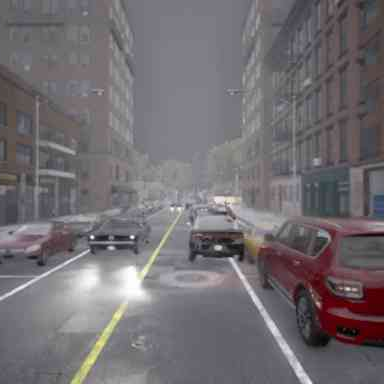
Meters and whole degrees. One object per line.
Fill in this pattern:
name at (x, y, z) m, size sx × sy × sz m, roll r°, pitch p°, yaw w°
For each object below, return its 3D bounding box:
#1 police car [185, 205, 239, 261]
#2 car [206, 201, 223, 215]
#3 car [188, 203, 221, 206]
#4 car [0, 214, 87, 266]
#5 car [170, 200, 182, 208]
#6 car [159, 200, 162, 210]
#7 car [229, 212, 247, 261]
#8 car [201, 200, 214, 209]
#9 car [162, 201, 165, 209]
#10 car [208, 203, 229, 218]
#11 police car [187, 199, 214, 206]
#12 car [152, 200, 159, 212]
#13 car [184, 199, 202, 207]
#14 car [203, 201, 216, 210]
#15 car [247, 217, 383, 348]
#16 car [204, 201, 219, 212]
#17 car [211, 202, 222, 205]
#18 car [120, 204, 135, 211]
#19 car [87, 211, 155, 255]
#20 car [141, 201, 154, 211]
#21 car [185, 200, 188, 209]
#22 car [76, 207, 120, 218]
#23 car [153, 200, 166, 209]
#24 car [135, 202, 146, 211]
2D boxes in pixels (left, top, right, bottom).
police car at (0.809, 1.531, 12.842) m, size 1.930 × 1.638 × 5.238 m, roll 0°, pitch 0°, yaw 0°
car at (2.589, 1.856, 39.645) m, size 1.752 × 1.417 × 4.829 m, roll 0°, pitch -1°, yaw 0°
car at (0.798, 1.713, 22.731) m, size 1.812 × 1.442 × 4.674 m, roll 0°, pitch 0°, yaw 0°
car at (-5.402, 1.680, 11.869) m, size 1.802 × 1.307 × 4.206 m, roll 0°, pitch 0°, yaw 0°
car at (-2.823, 2.090, 60.061) m, size 1.994 × 1.385 × 4.181 m, roll 0°, pitch -1°, yaw 0°
car at (-5.442, 1.902, 44.810) m, size 1.752 × 1.417 × 4.829 m, roll 0°, pitch -1°, yaw 0°
car at (2.619, 1.625, 12.053) m, size 1.752 × 1.417 × 4.829 m, roll 0°, pitch 0°, yaw 0°
car at (2.570, 2.044, 56.029) m, size 1.947 × 1.339 × 4.313 m, roll 0°, pitch -1°, yaw 0°
car at (-5.449, 1.868, 50.500) m, size 1.967 × 1.590 × 4.097 m, roll 0°, pitch -1°, yaw 0°
car at (2.596, 1.863, 33.956) m, size 1.802 × 1.307 × 4.206 m, roll 0°, pitch -1°, yaw 0°
police car at (0.790, 1.663, 28.841) m, size 1.930 × 1.638 × 5.238 m, roll 0°, pitch 0°, yaw 0°
car at (-5.435, 1.769, 39.463) m, size 1.967 × 1.590 × 4.097 m, roll 0°, pitch -1°, yaw 0°
car at (0.223, 2.115, 64.148) m, size 1.994 × 1.385 × 4.181 m, roll 0°, pitch -1°, yaw 23°
car at (2.576, 2.010, 50.510) m, size 1.802 × 1.307 × 4.206 m, roll 0°, pitch -1°, yaw 0°
car at (2.630, 1.368, 6.368) m, size 2.192 × 1.841 × 5.009 m, roll 0°, pitch 0°, yaw 0°
car at (2.583, 1.923, 44.993) m, size 1.887 × 1.381 × 4.507 m, roll 0°, pitch -1°, yaw 0°
car at (2.603, 1.817, 28.438) m, size 1.802 × 1.307 × 4.206 m, roll 0°, pitch 0°, yaw 0°
car at (-5.415, 1.733, 22.907) m, size 1.887 × 1.381 × 4.507 m, roll 0°, pitch 0°, yaw 0°
car at (-2.867, 1.717, 14.069) m, size 1.895 × 1.301 × 4.718 m, roll 0°, pitch 0°, yaw 0°
car at (-5.428, 1.832, 33.943) m, size 2.008 × 1.369 × 4.403 m, roll 0°, pitch 0°, yaw 0°
car at (-0.056, 1.895, 49.256) m, size 1.882 × 1.535 × 5.008 m, roll 0°, pitch 0°, yaw 0°
car at (-5.408, 1.694, 17.388) m, size 2.008 × 1.369 × 4.403 m, roll 0°, pitch 0°, yaw 0°
car at (-5.456, 2.059, 56.017) m, size 1.802 × 1.307 × 4.206 m, roll 0°, pitch -1°, yaw 0°
car at (-5.422, 1.800, 28.425) m, size 1.947 × 1.339 × 4.313 m, roll 0°, pitch 0°, yaw 0°
